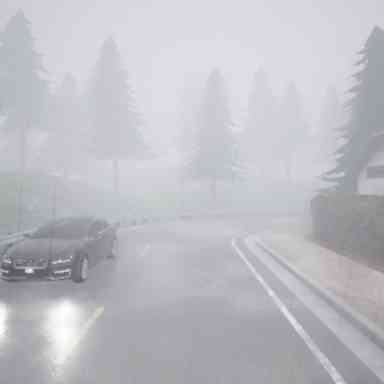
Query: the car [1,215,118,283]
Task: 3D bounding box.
[{"bbox_3d":[-3.510,1.489,9.735,1.837,1.490,4.892,0,0,2],"label":"car"}]
